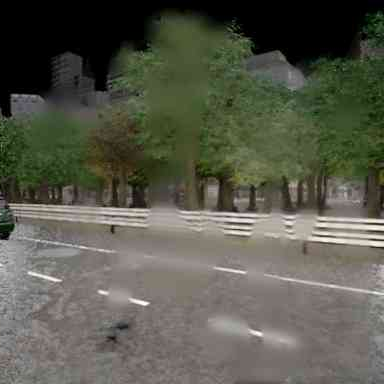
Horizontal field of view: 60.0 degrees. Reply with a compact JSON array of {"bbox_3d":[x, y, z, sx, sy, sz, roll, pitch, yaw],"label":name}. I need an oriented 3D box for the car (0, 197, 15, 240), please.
[{"bbox_3d":[-10.606,1.221,15.754,5.566,2.045,2.150,0,0,36],"label":"car"}]
